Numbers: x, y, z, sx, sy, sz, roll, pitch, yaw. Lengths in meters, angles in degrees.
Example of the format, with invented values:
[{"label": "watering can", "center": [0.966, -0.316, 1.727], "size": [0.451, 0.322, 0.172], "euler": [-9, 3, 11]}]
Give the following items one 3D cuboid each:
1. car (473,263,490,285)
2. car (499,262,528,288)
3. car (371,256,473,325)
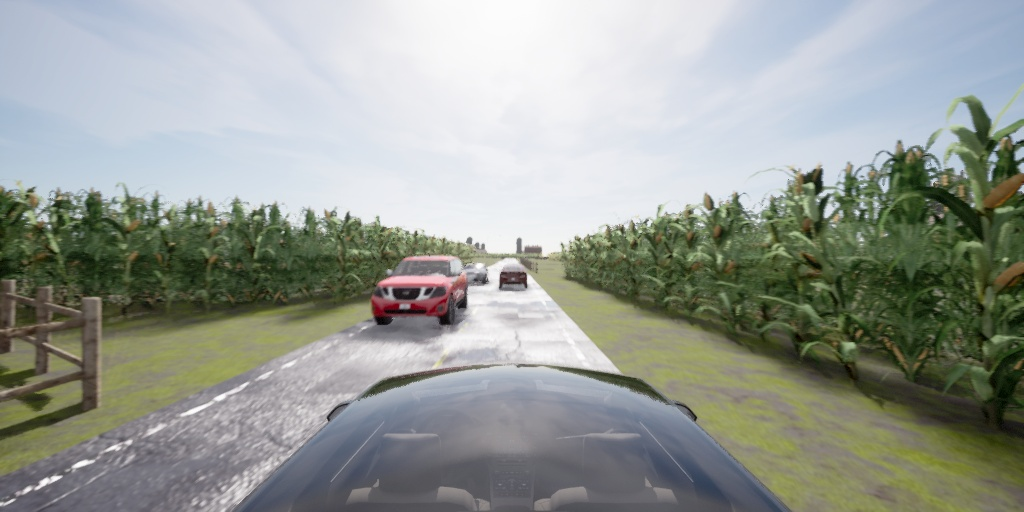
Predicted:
[{"label": "car", "center": [-2.741, 1.309, 26.977], "size": [2.128, 1.511, 4.902], "euler": [0, 0, 1]}, {"label": "car", "center": [0.097, 1.291, 24.825], "size": [1.882, 1.535, 5.008], "euler": [0, 0, 1]}, {"label": "car", "center": [-2.830, 1.002, 12.310], "size": [2.150, 2.045, 5.566], "euler": [0, 0, 0]}]
